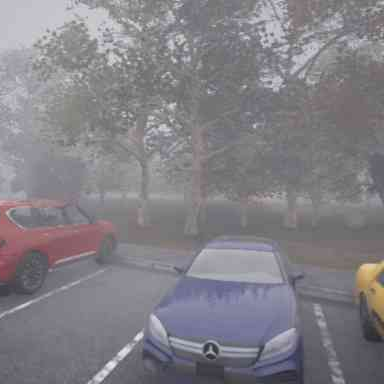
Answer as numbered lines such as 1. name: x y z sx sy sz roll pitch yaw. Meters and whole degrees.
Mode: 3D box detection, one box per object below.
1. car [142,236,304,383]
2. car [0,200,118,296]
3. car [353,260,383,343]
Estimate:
1. car: 0.784 1.526 5.534 2.002 1.452 4.674 1 -1 15
2. car: -4.078 1.239 8.975 2.435 2.045 5.566 0 -1 15
3. car: 3.158 1.480 3.634 1.946 1.575 5.366 1 -1 15
